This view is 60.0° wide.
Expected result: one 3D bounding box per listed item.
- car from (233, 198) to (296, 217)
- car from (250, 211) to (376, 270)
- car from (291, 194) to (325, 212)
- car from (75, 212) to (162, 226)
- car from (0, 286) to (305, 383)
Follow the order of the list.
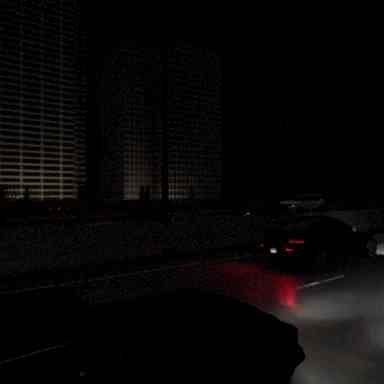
[{"bbox_3d":[5.224,1.490,24.914,5.008,1.535,1.882,0,0,-35],"label":"car"},{"bbox_3d":[4.261,1.532,11.085,4.674,1.442,1.812,0,0,-36],"label":"car"},{"bbox_3d":[11.064,1.240,33.383,5.566,2.045,2.150,0,0,-35],"label":"car"},{"bbox_3d":[-2.811,1.605,14.885,4.718,1.301,1.895,0,0,-36],"label":"car"},{"bbox_3d":[-1.138,1.601,2.935,4.718,1.301,1.895,0,0,-36],"label":"car"}]
